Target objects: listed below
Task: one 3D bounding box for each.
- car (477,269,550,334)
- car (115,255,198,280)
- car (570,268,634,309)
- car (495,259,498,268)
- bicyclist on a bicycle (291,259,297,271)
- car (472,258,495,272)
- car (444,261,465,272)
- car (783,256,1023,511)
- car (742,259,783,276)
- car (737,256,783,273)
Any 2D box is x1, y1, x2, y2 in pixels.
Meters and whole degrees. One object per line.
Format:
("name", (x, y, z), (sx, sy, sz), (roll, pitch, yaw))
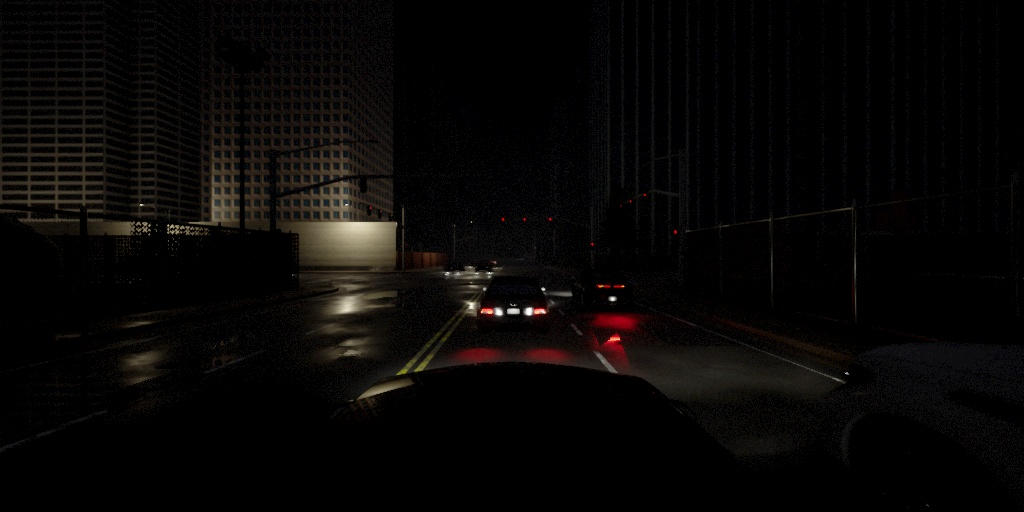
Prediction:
("car", (0.055, 1.297, 10.600), (2.033, 1.411, 5.357), (0, 0, 1))
("car", (-29.372, 0.914, 29.779), (5.566, 2.045, 2.150), (0, 0, 0))
("car", (3.636, 1.254, 15.026), (1.837, 1.490, 4.892), (0, 0, 2))
("car", (-3.573, 1.099, 62.047), (2.097, 1.767, 4.553), (0, 0, 0))
("bicyclist on a bicycle", (-25.578, 0.993, 41.753), (0.582, 1.620, 1.656), (0, 0, 0))
("car", (-3.599, 1.226, 45.500), (1.882, 1.535, 5.008), (0, 0, 0))
("car", (-7.272, 1.312, 45.760), (1.994, 1.385, 4.181), (0, 0, 4))
("car", (3.600, 0.966, 0.510), (2.150, 2.045, 5.566), (0, -1, 0))
("car", (24.558, 1.219, 33.350), (4.674, 1.442, 1.812), (0, 0, 0))
("car", (26.189, 0.914, 36.865), (5.566, 2.045, 2.150), (0, 0, 0))
